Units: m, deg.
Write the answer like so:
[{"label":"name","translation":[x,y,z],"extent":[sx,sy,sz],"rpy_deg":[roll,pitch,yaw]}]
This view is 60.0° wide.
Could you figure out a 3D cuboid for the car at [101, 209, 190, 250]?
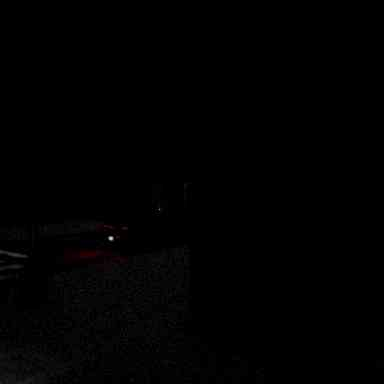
[{"label":"car","translation":[-1.729,1.536,14.791],"extent":[1.837,1.490,4.892],"rpy_deg":[0,0,36]}]
